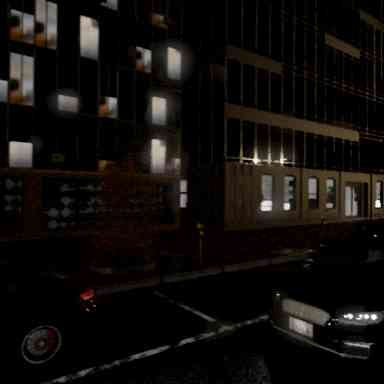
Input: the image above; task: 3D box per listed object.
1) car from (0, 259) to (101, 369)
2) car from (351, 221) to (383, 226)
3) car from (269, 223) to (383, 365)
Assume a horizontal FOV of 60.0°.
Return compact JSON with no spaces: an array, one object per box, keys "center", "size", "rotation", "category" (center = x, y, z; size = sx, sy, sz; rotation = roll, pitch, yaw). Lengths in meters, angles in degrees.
[{"center":[-3.305,1.579,4.200],"size":[4.206,1.307,1.802],"rotation":[1,0,-35],"category":"car"},{"center":[5.965,1.621,10.809],"size":[4.507,1.381,1.887],"rotation":[0,0,-35],"category":"car"},{"center":[3.434,1.534,5.827],"size":[4.902,1.511,2.128],"rotation":[0,0,-35],"category":"car"}]
